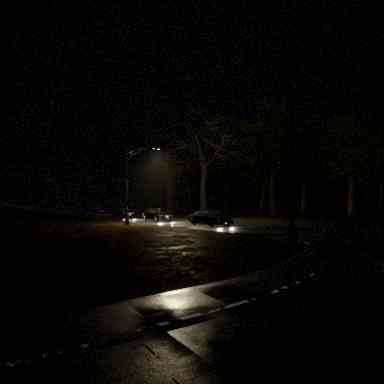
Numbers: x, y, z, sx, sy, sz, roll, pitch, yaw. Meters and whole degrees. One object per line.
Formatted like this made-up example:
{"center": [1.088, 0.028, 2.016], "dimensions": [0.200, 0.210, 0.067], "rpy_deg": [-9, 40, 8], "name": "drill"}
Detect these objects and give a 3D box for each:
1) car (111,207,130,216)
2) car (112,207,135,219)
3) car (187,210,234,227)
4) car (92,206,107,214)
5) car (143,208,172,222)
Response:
{"center": [-12.385, 3.330, 57.529], "dimensions": [1.994, 1.385, 4.181], "rpy_deg": [1, -2, -32], "name": "car"}
{"center": [-9.597, 2.898, 46.550], "dimensions": [2.128, 1.511, 4.902], "rpy_deg": [1, -2, -33], "name": "car"}
{"center": [1.478, 2.283, 29.645], "dimensions": [2.033, 1.411, 5.357], "rpy_deg": [0, -2, -30], "name": "car"}
{"center": [-18.663, 3.587, 67.118], "dimensions": [2.128, 1.511, 4.902], "rpy_deg": [1, -2, -33], "name": "car"}
{"center": [-4.020, 2.581, 38.010], "dimensions": [1.837, 1.490, 4.892], "rpy_deg": [1, -2, -33], "name": "car"}
